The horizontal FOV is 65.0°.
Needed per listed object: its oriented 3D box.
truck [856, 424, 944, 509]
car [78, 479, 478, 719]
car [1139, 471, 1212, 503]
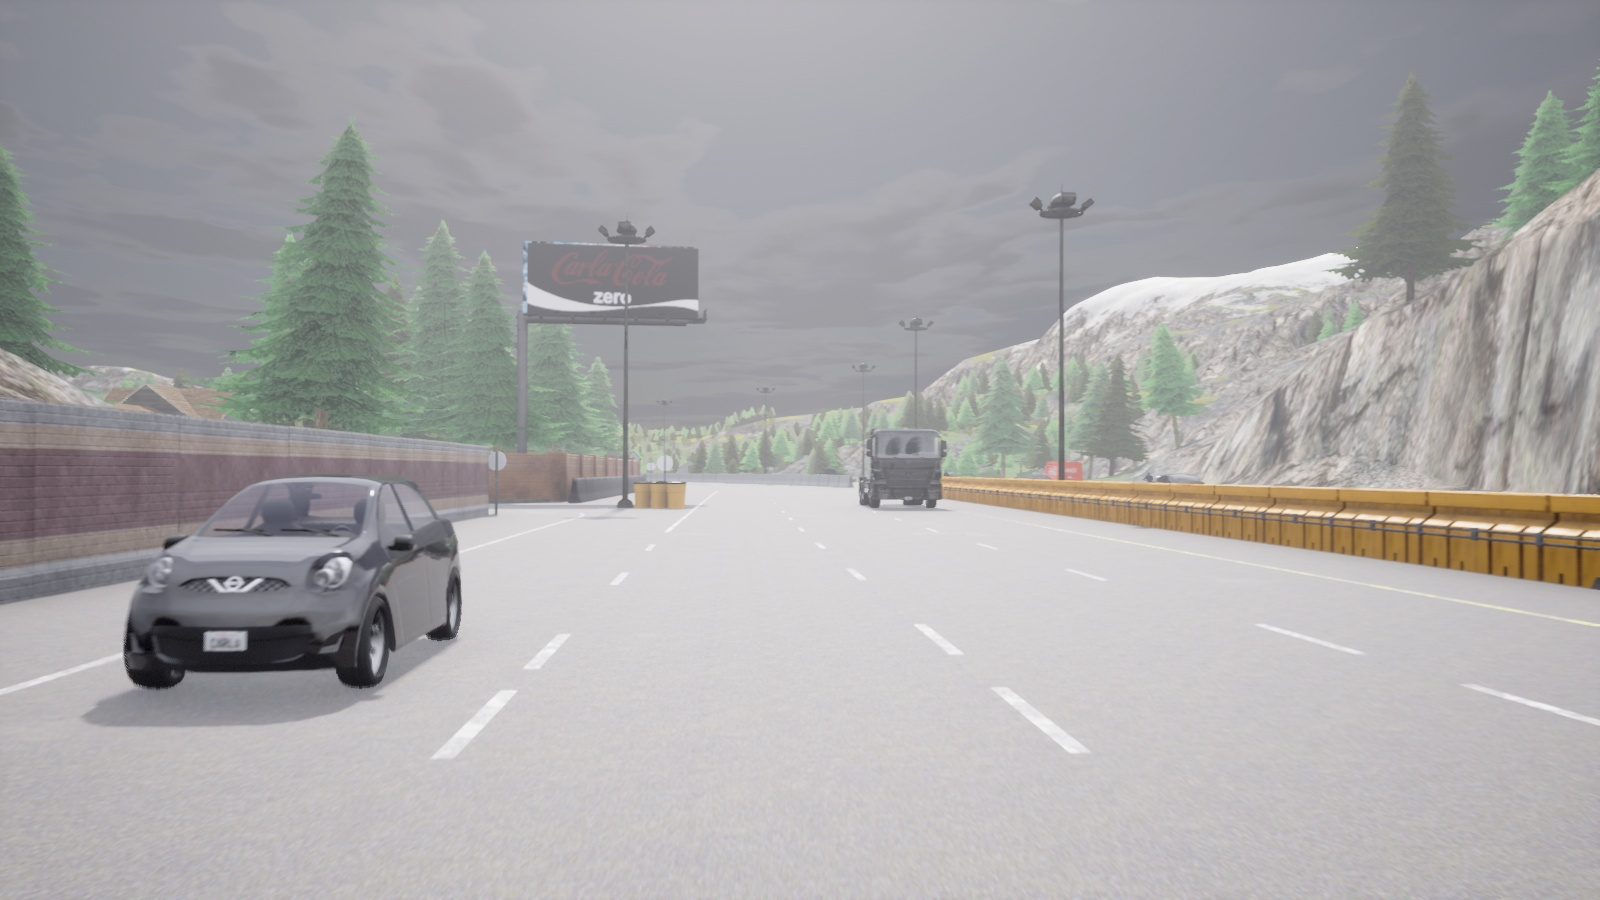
[{"bbox_3d":[4.268,0.745,55.562,2.891,3.462,7.936,0,-1,-3],"label":"truck"},{"bbox_3d":[-3.866,1.010,10.017,1.845,1.501,3.633,0,-1,-3],"label":"car"},{"bbox_3d":[18.054,1.757,60.602,1.837,1.490,4.892,0,-1,-3],"label":"car"}]
